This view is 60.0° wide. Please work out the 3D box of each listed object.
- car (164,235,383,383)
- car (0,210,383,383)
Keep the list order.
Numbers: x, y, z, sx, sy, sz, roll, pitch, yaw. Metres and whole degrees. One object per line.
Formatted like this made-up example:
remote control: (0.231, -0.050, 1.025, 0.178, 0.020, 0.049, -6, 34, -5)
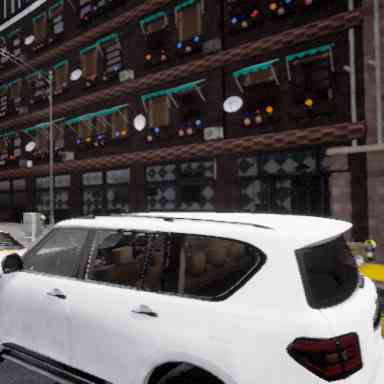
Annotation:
car: (2.017, 1.568, 4.672, 4.829, 1.417, 1.752, 0, -2, 36)
car: (-0.735, 1.254, 4.196, 5.566, 2.045, 2.150, 0, 0, 32)
